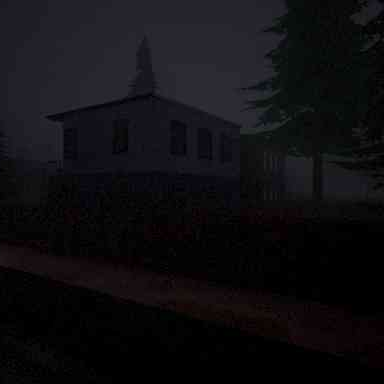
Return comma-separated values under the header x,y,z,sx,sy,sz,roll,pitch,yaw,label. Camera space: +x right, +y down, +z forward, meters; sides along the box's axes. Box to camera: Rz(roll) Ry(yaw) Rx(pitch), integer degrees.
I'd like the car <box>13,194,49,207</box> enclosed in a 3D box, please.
x,y,z,sx,sy,sz,roll,pitch,yaw,label
-13.996,1.202,31.194,2.150,2.045,5.566,0,0,25,car
